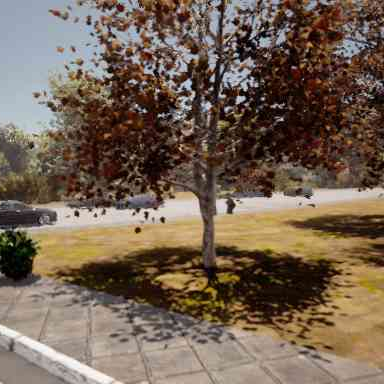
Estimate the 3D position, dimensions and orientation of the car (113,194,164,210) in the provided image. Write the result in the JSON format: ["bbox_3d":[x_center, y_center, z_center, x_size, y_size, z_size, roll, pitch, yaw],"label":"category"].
[{"bbox_3d":[-5.401,0.938,32.738,5.357,1.411,2.033,-2,2,-37],"label":"car"}]

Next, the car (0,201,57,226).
[{"bbox_3d":[-10.324,1.269,19.146,4.892,1.490,1.837,0,1,-44],"label":"car"}]

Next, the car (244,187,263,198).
[{"bbox_3d":[8.932,0.054,46.139,4.181,1.385,1.994,-3,3,-28],"label":"car"}]

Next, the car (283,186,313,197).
[{"bbox_3d":[14.354,-0.095,45.025,4.181,1.385,1.994,-3,3,-27],"label":"car"}]

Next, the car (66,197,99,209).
[{"bbox_3d":[-10.202,0.929,33.322,4.674,1.442,1.812,-2,2,-39],"label":"car"}]
